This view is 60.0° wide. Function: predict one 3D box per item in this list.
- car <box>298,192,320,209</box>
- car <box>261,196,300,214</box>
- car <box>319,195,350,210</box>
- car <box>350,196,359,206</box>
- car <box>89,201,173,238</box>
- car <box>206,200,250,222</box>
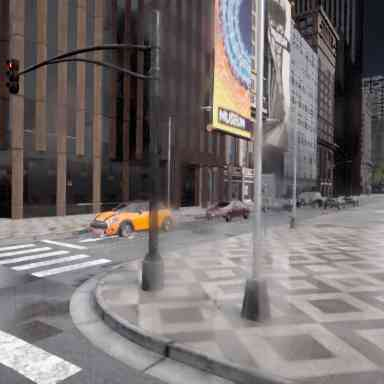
[{"bbox_3d":[15.106,1.006,42.792,2.150,2.045,5.566,1,1,35],"label":"car"},{"bbox_3d":[8.892,1.373,34.113,2.033,1.411,5.357,1,1,35],"label":"car"},{"bbox_3d":[17.653,1.342,41.044,1.837,1.490,4.892,1,1,36],"label":"car"},{"bbox_3d":[23.637,1.297,49.583,1.837,1.490,4.892,1,1,35],"label":"car"},{"bbox_3d":[-3.060,1.258,17.276,2.097,1.767,4.553,1,1,36],"label":"car"},{"bbox_3d":[2.881,1.392,25.630,1.812,1.442,4.674,1,1,36],"label":"car"}]
